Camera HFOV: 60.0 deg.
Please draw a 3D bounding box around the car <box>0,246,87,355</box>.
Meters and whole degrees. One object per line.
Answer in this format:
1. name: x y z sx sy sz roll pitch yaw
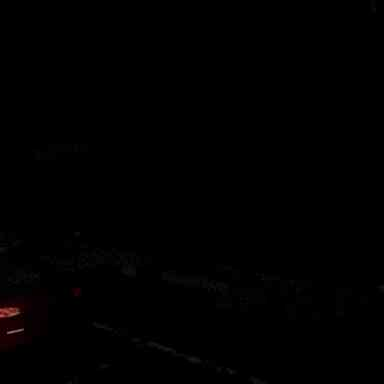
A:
1. car: -3.502 1.581 5.556 4.206 1.307 1.802 0 0 35
